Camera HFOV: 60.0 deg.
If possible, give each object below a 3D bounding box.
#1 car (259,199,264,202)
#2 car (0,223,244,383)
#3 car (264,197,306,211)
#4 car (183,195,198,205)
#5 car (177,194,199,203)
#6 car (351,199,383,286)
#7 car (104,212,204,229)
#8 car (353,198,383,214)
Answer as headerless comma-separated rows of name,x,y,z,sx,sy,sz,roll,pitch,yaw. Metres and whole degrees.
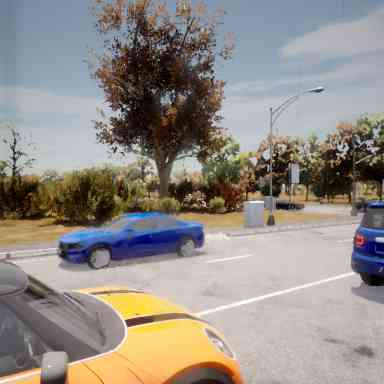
car,11.725,1.471,47.227,1.882,1.535,5.008,0,0,-33
car,-1.735,1.352,2.508,4.553,1.767,2.097,0,0,-35
car,11.580,1.600,40.928,1.895,1.301,4.718,0,0,-32
car,0.251,1.418,58.465,1.882,1.535,5.008,0,0,-34
car,-0.890,1.248,66.365,2.097,1.767,4.553,0,0,-35
car,6.170,1.221,8.152,5.566,2.045,2.150,0,0,-35
car,-1.858,1.477,11.253,5.008,1.535,1.882,0,0,-35
car,19.711,1.477,34.611,1.882,1.535,5.008,0,0,-32
